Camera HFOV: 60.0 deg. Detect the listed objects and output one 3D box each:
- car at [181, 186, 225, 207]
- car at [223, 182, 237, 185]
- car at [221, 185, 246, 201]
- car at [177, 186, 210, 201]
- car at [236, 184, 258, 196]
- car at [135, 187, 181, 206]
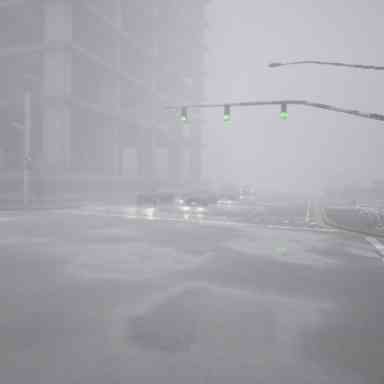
[{"bbox_3d":[1.055,0.451,29.683,2.033,1.411,5.357,2,2,20],"label":"car"},{"bbox_3d":[5.993,-0.606,53.599,2.150,2.045,5.566,2,2,20],"label":"car"},{"bbox_3d":[4.551,0.195,39.401,2.033,1.411,5.357,2,2,20],"label":"car"},{"bbox_3d":[0.333,0.128,37.995,2.033,1.411,5.357,2,2,20],"label":"car"},{"bbox_3d":[8.708,-0.299,50.861,2.097,1.767,4.553,2,2,20],"label":"car"},{"bbox_3d":[-3.042,0.305,28.625,1.882,1.535,5.008,2,2,20],"label":"car"}]
